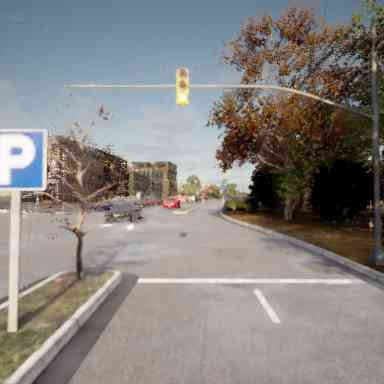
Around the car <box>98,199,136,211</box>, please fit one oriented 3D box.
[{"bbox_3d":[-11.147,1.892,49.243,5.366,1.575,1.946,-1,-1,-15],"label":"car"}]

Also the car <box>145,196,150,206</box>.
[{"bbox_3d":[-10.417,2.008,58.210,4.892,1.521,2.231,-1,-1,-14],"label":"car"}]

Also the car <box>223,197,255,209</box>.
[{"bbox_3d":[7.303,1.761,51.934,4.553,1.767,2.185,1,-1,-14],"label":"car"}]

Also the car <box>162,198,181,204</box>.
[{"bbox_3d":[-5.661,2.403,91.093,4.892,1.521,2.231,-1,-1,-10],"label":"car"}]

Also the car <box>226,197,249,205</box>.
[{"bbox_3d":[9.863,1.997,72.518,4.553,1.767,2.185,1,0,-12],"label":"car"}]

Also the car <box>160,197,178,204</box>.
[{"bbox_3d":[-6.168,2.241,88.118,4.553,1.767,2.185,-1,-1,-11],"label":"car"}]

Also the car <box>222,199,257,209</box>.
[{"bbox_3d":[7.820,1.920,54.929,5.366,1.575,1.946,1,-1,-14],"label":"car"}]

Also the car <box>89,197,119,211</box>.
[{"bbox_3d":[-11.773,1.898,46.247,4.792,1.488,2.163,-1,-1,-15],"label":"car"}]

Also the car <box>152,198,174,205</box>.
[{"bbox_3d":[-7.172,2.295,82.154,5.008,1.535,2.097,-1,-1,-11],"label":"car"}]

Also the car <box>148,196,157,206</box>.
[{"bbox_3d":[-9.710,2.120,64.211,4.674,1.452,2.002,-1,-1,-13],"label":"car"}]

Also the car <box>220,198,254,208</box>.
[{"bbox_3d":[7.784,1.949,57.780,5.366,1.575,1.946,1,0,-13],"label":"car"}]

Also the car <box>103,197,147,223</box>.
[{"bbox_3d":[-5.153,1.477,26.166,1.837,1.490,4.892,2,1,3],"label":"car"}]

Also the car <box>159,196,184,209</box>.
[{"bbox_3d":[-3.180,1.751,52.672,2.150,2.045,5.566,0,1,6],"label":"car"}]

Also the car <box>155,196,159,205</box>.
[{"bbox_3d":[-8.933,2.192,70.198,4.674,1.452,2.002,-1,-1,-13],"label":"car"}]

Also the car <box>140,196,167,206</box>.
[{"bbox_3d":[-8.502,1.936,73.210,5.566,2.045,2.435,-1,-1,-12],"label":"car"}]

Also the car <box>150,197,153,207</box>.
[{"bbox_3d":[-10.063,2.083,61.207,4.674,1.452,2.002,-1,-1,-14],"label":"car"}]

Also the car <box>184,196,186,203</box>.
[{"bbox_3d":[-5.152,2.437,94.069,5.008,1.535,2.097,-1,-1,-10],"label":"car"}]

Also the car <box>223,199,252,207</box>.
[{"bbox_3d":[8.298,2.028,60.770,4.674,1.452,2.002,1,-1,-13],"label":"car"}]

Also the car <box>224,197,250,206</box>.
[{"bbox_3d":[9.000,1.929,66.644,4.553,1.767,2.185,1,-1,-12],"label":"car"}]

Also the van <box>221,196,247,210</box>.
[{"bbox_3d":[6.938,1.625,48.963,4.442,1.987,1.878,1,0,-14],"label":"van"}]
